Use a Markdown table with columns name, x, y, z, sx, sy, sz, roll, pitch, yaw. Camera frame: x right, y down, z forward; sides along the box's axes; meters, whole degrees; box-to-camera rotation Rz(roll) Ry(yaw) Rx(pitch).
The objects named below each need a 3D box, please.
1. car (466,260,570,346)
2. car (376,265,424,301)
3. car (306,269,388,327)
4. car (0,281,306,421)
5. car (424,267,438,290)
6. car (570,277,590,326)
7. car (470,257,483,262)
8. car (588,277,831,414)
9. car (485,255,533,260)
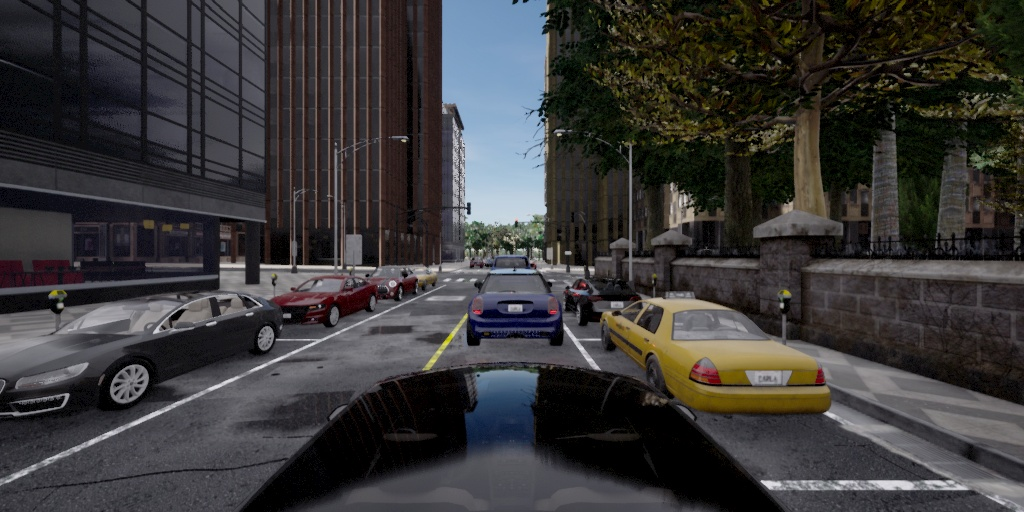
| name | x | y | z | sx | sy | sz | roll | pitch | yaw |
| --- | --- | --- | --- | --- | --- | --- | --- | --- | --- |
| car | 0.042 | 1.101 | 9.560 | 2.097 | 1.767 | 4.553 | 0 | 0 | -1 |
| car | -5.785 | 1.189 | 16.899 | 1.967 | 1.591 | 4.097 | 0 | 0 | 0 |
| car | -5.777 | 1.294 | 11.442 | 1.888 | 1.381 | 4.507 | 0 | 0 | 0 |
| car | -5.769 | 1.300 | 5.985 | 2.007 | 1.370 | 4.403 | 0 | 0 | 0 |
| car | -5.793 | 1.275 | 22.186 | 1.751 | 1.417 | 4.829 | 0 | 0 | 0 |
| car | 2.748 | 1.315 | 11.457 | 1.948 | 1.339 | 4.313 | 0 | 0 | 0 |
| car | -5.849 | 1.073 | 59.764 | 2.192 | 1.841 | 5.009 | 0 | 0 | 0 |
| car | 2.756 | 1.275 | 6.170 | 1.751 | 1.417 | 4.829 | 0 | 0 | 0 |
| car | -0.021 | 0.971 | 18.995 | 2.150 | 2.045 | 5.566 | 0 | 0 | 0 |
